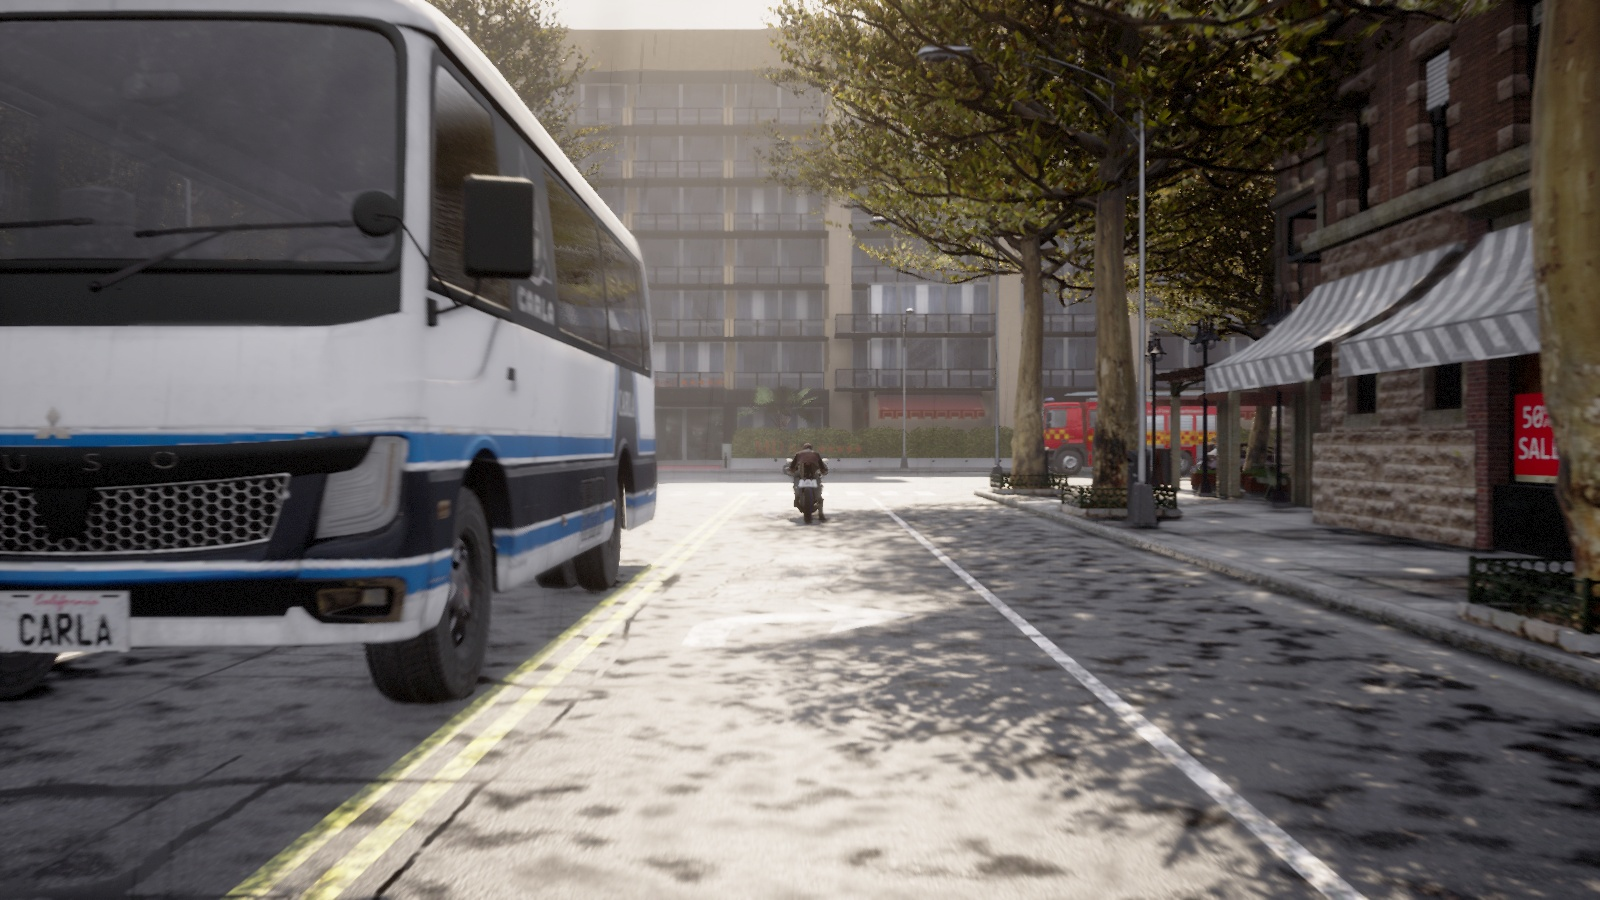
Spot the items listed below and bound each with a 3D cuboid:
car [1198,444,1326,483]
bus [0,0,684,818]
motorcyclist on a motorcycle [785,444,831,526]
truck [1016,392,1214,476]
[{"bbox_3d":[17.570,0.504,47.879,4.193,1.474,1.816,0,0,0],"label":"car"},{"bbox_3d":[-3.423,-0.690,10.145,3.944,4.253,10.273,0,0,0],"label":"bus"},{"bbox_3d":[0.154,0.643,24.514,0.866,1.530,2.191,0,0,0],"label":"motorcyclist on a motorcycle"},{"bbox_3d":[14.526,-0.735,58.377,8.468,3.827,2.891,0,0,0],"label":"truck"}]
